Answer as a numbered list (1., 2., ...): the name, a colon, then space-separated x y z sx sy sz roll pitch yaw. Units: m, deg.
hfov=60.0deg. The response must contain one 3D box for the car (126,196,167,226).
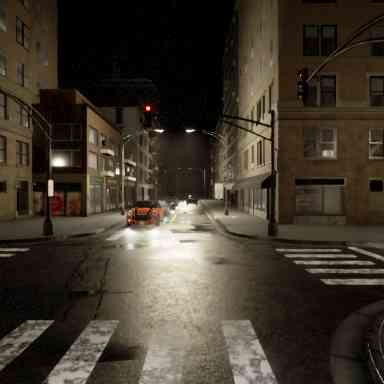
1. car: -3.140 1.343 23.033 2.097 1.767 4.553 0 0 0

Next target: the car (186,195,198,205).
1. car: -0.008 1.456 56.430 2.128 1.511 4.902 0 0 0

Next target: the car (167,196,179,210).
1. car: -3.171 1.328 42.273 2.097 1.767 4.553 0 0 0

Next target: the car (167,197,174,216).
1. car: -3.159 1.531 32.488 2.033 1.411 5.357 0 0 0

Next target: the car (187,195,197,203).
1. car: -0.035 1.443 69.671 2.128 1.511 4.902 0 0 0

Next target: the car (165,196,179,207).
1. car: -3.158 1.445 52.629 1.882 1.535 5.008 0 0 0
